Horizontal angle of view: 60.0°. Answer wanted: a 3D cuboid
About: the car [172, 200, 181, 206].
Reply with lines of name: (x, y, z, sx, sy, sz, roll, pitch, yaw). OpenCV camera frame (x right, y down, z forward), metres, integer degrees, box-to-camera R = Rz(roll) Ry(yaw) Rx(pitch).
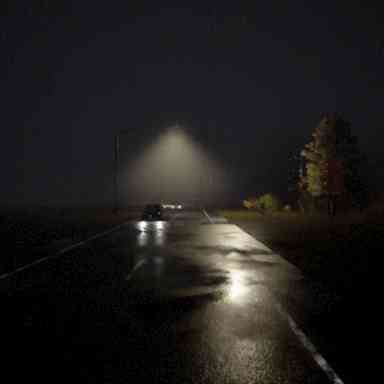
car: (-3.500, 2.352, 74.277, 1.895, 1.301, 4.718, 0, -1, 0)

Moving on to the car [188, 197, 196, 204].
car: (0.000, 2.364, 86.140, 1.895, 1.301, 4.718, 0, -1, 0)

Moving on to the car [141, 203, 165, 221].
car: (-3.597, 1.838, 31.168, 1.837, 1.490, 4.892, 0, -1, 0)

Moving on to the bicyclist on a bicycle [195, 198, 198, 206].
bicyclist on a bicycle: (0.962, 2.116, 69.865, 0.659, 1.776, 1.843, 0, -1, 0)

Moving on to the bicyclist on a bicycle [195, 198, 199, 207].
bicyclist on a bicycle: (0.962, 2.020, 60.866, 0.659, 1.776, 1.843, 0, -1, 0)
